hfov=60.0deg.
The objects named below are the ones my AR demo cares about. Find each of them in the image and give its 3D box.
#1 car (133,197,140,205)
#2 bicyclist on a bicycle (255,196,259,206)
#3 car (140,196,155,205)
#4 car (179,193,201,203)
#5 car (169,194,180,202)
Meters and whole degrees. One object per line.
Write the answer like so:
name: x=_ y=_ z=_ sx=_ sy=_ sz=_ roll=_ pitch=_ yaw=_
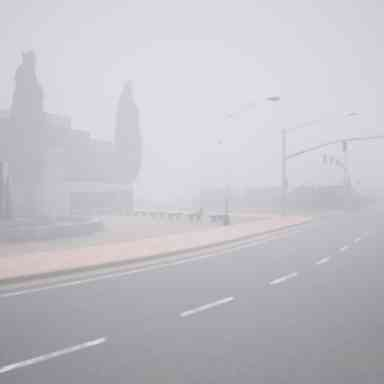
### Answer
car: x=-12.522 y=1.735 z=61.080 sx=4.902 sy=1.511 sz=2.128 roll=-1 pitch=0 yaw=39
bicyclist on a bicycle: x=10.245 y=1.416 z=52.245 sx=0.582 sy=1.620 sz=1.656 roll=0 pitch=5 yaw=39
car: x=-10.008 y=1.725 z=63.546 sx=5.008 sy=1.535 sz=1.882 roll=0 pitch=0 yaw=39
car: x=-0.346 y=1.656 z=74.845 sx=1.970 sy=1.475 sz=3.806 roll=0 pitch=0 yaw=37
car: x=-2.648 y=1.429 z=76.602 sx=1.905 sy=1.878 sz=3.866 roll=0 pitch=0 yaw=37
